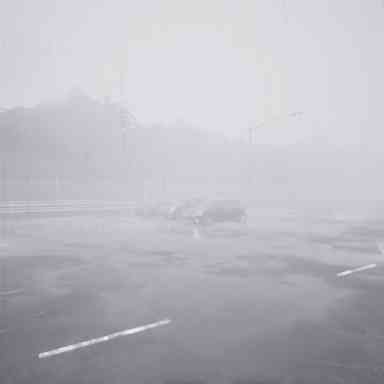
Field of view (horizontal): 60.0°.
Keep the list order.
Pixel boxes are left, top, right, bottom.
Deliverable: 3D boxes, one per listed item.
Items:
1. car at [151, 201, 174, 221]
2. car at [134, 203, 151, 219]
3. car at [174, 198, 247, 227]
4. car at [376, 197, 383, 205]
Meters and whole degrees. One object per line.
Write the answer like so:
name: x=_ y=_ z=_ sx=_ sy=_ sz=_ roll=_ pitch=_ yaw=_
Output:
car: x=-0.360 y=1.247 z=24.949 sx=4.553 sy=1.767 sz=2.097 roll=0 pitch=0 yaw=-37
car: x=-2.669 y=1.447 z=27.604 sx=4.181 sy=1.385 sz=1.994 roll=0 pitch=0 yaw=-37
car: x=1.462 y=1.261 z=21.938 sx=4.553 sy=1.767 sz=2.097 roll=0 pitch=0 yaw=-37
car: x=31.454 y=1.386 z=53.502 sx=4.718 sy=1.301 sz=1.895 roll=-3 pitch=2 yaw=-37
